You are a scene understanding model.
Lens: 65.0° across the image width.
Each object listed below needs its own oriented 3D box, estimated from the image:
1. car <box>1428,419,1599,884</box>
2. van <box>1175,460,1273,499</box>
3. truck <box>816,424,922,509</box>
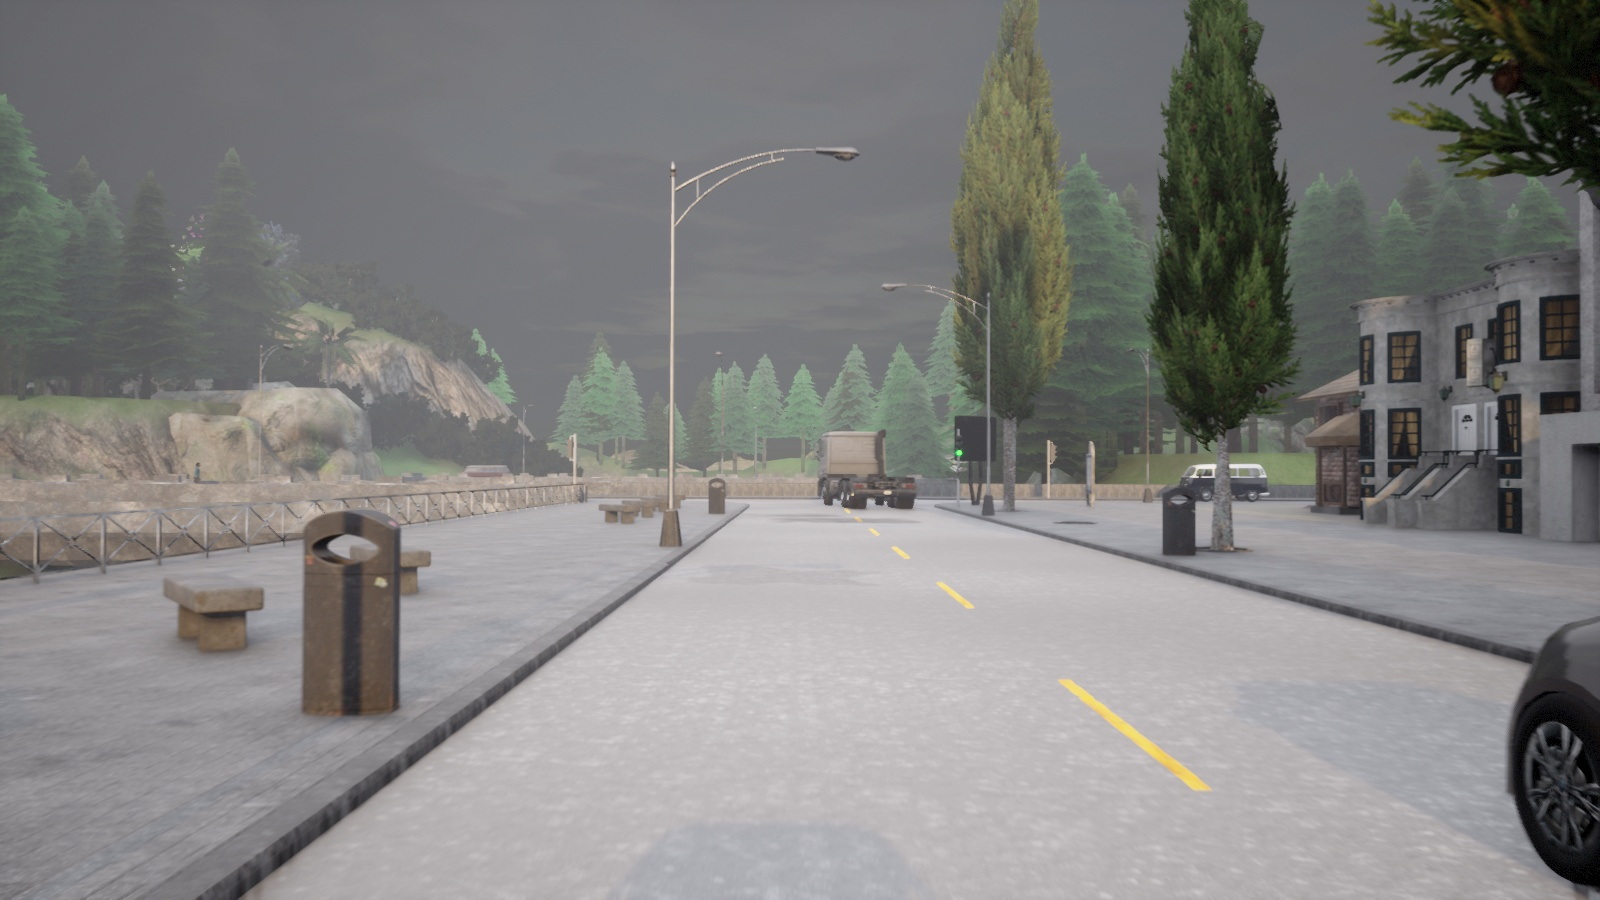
[{"bbox_3d":[3.989,0.700,3.398,2.242,1.667,4.611,0,-1,0],"label":"car"},{"bbox_3d":[22.679,1.574,67.288,4.480,2.038,2.069,0,-1,0],"label":"van"},{"bbox_3d":[2.865,0.745,55.225,2.891,3.462,7.936,0,-1,-10],"label":"truck"}]
